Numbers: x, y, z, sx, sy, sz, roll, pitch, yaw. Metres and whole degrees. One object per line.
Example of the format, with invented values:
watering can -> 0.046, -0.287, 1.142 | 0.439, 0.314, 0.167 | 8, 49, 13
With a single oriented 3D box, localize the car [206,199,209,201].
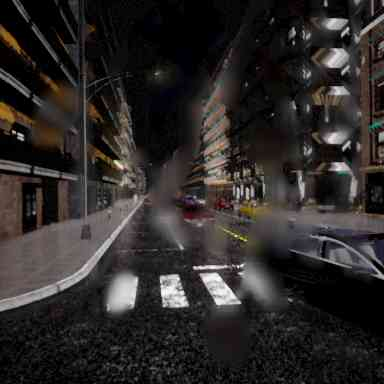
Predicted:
car -> 2.909, 1.435, 44.354 | 1.887, 1.381, 4.507 | -1, 0, -7

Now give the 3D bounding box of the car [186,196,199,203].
car -> 0.066, 1.448, 66.825 | 2.008, 1.369, 4.403 | -1, 0, -7

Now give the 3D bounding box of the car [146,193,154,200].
car -> -11.808, 1.322, 93.879 | 2.192, 1.841, 5.009 | -1, 0, -7

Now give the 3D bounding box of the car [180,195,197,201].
car -> -0.355, 1.444, 49.507 | 1.812, 1.442, 4.674 | -1, 0, -7

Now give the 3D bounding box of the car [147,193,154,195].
car -> -8.964, 1.300, 71.411 | 2.192, 1.841, 5.009 | -1, 0, -7

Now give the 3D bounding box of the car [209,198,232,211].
car -> 3.620, 1.434, 38.737 | 1.887, 1.381, 4.507 | -1, 0, -7

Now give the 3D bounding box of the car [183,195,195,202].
car -> -0.645, 1.450, 72.443 | 2.008, 1.369, 4.403 | -1, 0, -7

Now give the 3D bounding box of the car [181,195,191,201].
car -> -1.356, 1.446, 78.061 | 1.887, 1.381, 4.507 | -1, 0, -7

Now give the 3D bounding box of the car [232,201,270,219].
car -> 5.020, 1.417, 27.673 | 1.752, 1.417, 4.829 | -1, 0, -7

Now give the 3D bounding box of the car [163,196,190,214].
car -> -1.698, 1.453, 34.712 | 1.837, 1.490, 4.892 | -1, 0, -7

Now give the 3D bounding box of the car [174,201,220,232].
car -> 0.149, 1.484, 20.044 | 1.812, 1.442, 4.674 | -1, 0, -7

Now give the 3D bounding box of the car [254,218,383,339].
car -> 2.994, 1.459, 5.828 | 2.128, 1.511, 4.902 | -1, 0, -23

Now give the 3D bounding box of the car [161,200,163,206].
car -> -3.519, 1.493, 49.828 | 1.837, 1.490, 4.892 | -1, 0, -7

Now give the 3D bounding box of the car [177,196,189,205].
car -> -1.643, 1.448, 59.678 | 1.812, 1.442, 4.674 | -1, 0, -7

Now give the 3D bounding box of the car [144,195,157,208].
car -> -6.118, 1.560, 48.940 | 1.802, 1.307, 4.206 | -1, 0, -7

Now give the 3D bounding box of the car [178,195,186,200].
car -> -2.778, 1.491, 89.295 | 1.802, 1.307, 4.206 | -1, 0, -7
